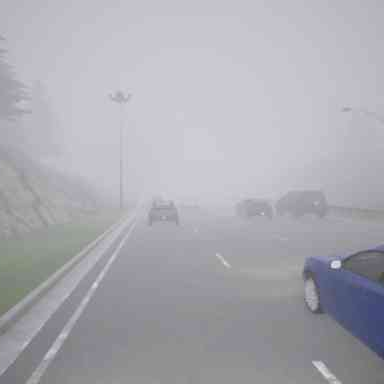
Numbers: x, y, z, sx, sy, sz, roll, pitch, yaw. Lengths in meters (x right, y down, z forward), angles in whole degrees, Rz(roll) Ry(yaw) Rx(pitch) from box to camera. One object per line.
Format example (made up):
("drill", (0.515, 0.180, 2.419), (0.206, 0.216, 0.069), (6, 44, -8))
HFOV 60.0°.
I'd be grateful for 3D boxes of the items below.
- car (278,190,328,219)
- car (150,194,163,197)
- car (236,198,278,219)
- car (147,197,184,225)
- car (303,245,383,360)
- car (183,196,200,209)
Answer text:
("car", (8.269, 0.892, 25.469), (2.150, 2.045, 5.566), (-1, 1, -6))
("car", (-5.721, 1.059, 53.712), (1.882, 1.535, 5.008), (-1, 0, -8))
("car", (4.726, 1.214, 25.807), (1.837, 1.490, 4.892), (-1, 1, -6))
("car", (-1.937, 1.311, 22.254), (2.128, 1.511, 4.902), (-1, 0, -6))
("car", (3.110, 1.400, 4.349), (1.882, 1.535, 5.008), (0, 1, -3))
("car", (-0.259, 1.173, 39.143), (1.812, 1.442, 4.674), (-1, 1, -7))
